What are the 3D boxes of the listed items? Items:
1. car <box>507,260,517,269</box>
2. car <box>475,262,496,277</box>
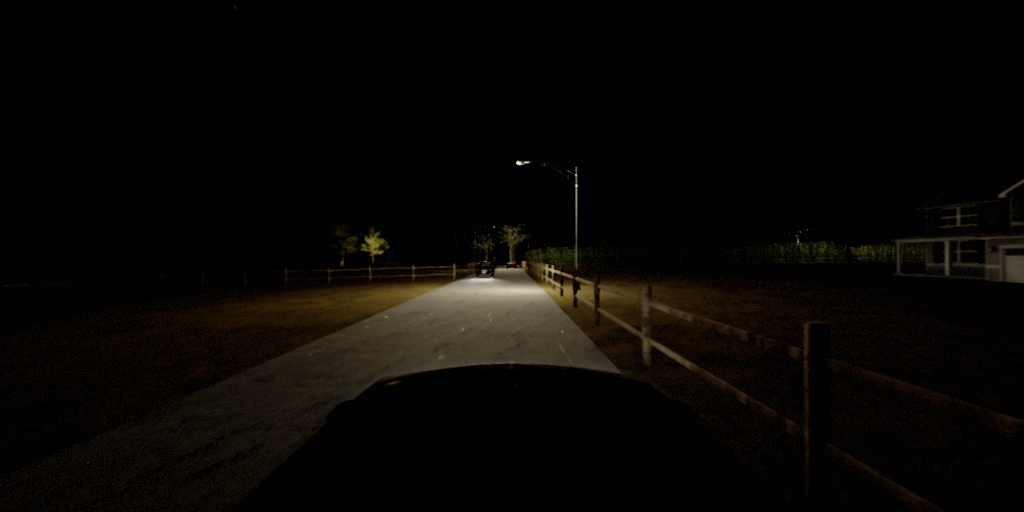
[{"bbox_3d":[-0.033,1.615,65.295,2.128,1.511,4.902,0,-1,0],"label":"car"},{"bbox_3d":[-2.769,1.402,38.100,2.128,1.511,4.902,0,0,0],"label":"car"}]
